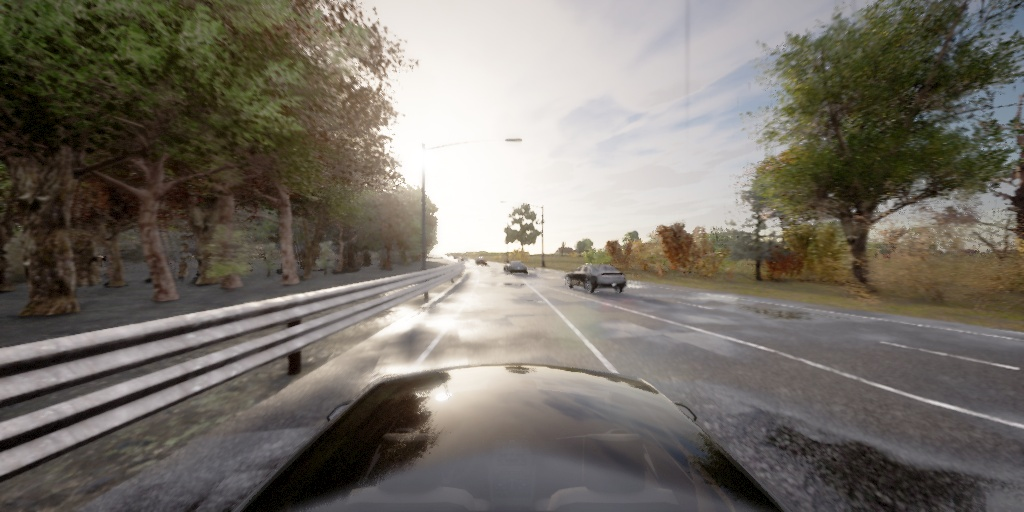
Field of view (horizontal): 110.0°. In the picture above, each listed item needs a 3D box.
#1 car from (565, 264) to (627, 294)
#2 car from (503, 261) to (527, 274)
[{"bbox_3d":[4.508,1.199,19.963,2.128,1.511,4.902,0,0,-12],"label":"car"},{"bbox_3d":[0.297,1.220,39.488,1.994,1.385,4.181,0,0,-12],"label":"car"}]
